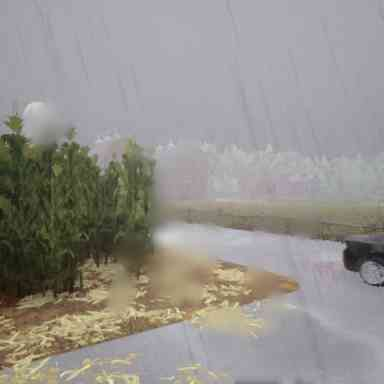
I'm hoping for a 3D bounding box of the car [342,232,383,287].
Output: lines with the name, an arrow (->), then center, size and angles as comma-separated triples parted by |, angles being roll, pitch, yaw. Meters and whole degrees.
car -> 5.956, 1.522, 7.377 | 1.882, 1.535, 5.008 | 1, -1, -35
